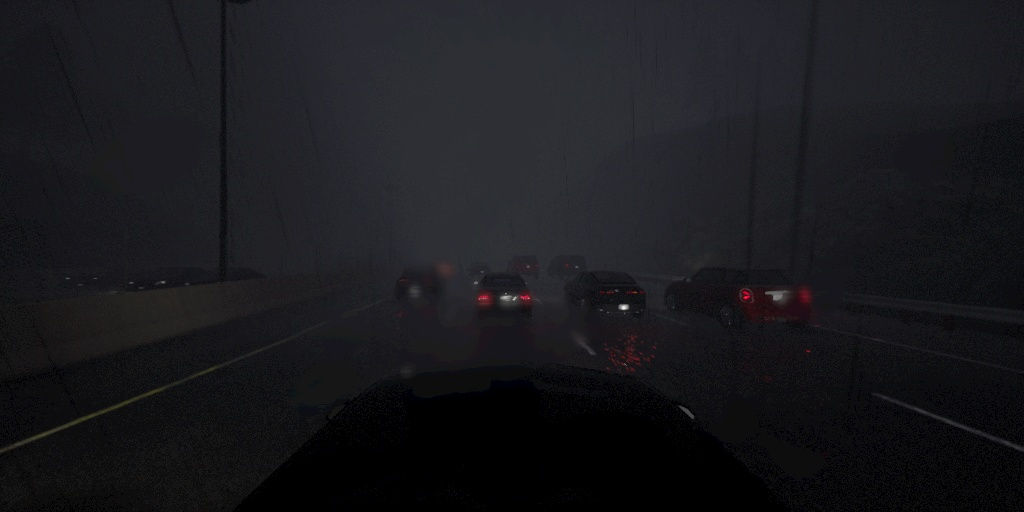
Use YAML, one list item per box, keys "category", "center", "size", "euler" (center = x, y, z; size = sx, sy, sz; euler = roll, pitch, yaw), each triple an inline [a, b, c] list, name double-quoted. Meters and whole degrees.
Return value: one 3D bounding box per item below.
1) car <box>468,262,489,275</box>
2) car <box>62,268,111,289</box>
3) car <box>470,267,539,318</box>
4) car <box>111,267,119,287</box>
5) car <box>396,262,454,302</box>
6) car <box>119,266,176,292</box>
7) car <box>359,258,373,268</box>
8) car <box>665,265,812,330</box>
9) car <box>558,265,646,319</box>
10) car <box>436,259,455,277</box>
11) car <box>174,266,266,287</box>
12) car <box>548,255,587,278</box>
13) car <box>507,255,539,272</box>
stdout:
- category: "car"
  center: [-3.166, 1.285, 35.274]
  size: [1.812, 1.442, 4.674]
  euler: [0, 0, -10]
- category: "car"
  center: [-26.257, 1.409, 23.726]
  size: [1.895, 1.301, 4.718]
  euler: [0, 0, -8]
- category: "car"
  center: [-0.345, 1.299, 13.012]
  size: [2.033, 1.411, 5.357]
  euler: [0, 0, -4]
- category: "car"
  center: [-22.681, 1.364, 23.220]
  size: [1.994, 1.385, 4.181]
  euler: [0, 0, -8]
- category: "car"
  center: [-4.216, 1.252, 17.243]
  size: [2.128, 1.511, 4.902]
  euler: [0, 0, -5]
- category: "car"
  center: [-18.777, 1.318, 20.218]
  size: [1.812, 1.442, 4.674]
  euler: [0, 0, -7]
- category: "car"
  center: [-24.420, 1.159, 60.049]
  size: [2.097, 1.767, 4.553]
  euler: [0, 0, -19]
- category: "car"
  center: [6.714, 1.088, 11.309]
  size: [2.097, 1.767, 4.553]
  euler: [0, 0, -3]
- category: "car"
  center: [3.133, 1.249, 12.896]
  size: [1.837, 1.490, 4.892]
  euler: [0, 0, -3]
- category: "car"
  center: [-6.746, 1.119, 35.279]
  size: [2.097, 1.767, 4.553]
  euler: [0, 0, -11]
- category: "car"
  center: [-15.159, 1.310, 19.287]
  size: [1.812, 1.442, 4.674]
  euler: [0, 0, -6]
- category: "car"
  center: [4.698, 0.963, 30.873]
  size: [2.150, 2.045, 5.566]
  euler: [0, 0, -9]
- category: "car"
  center: [0.915, 0.971, 32.348]
  size: [2.150, 2.045, 5.566]
  euler: [0, 0, -9]
